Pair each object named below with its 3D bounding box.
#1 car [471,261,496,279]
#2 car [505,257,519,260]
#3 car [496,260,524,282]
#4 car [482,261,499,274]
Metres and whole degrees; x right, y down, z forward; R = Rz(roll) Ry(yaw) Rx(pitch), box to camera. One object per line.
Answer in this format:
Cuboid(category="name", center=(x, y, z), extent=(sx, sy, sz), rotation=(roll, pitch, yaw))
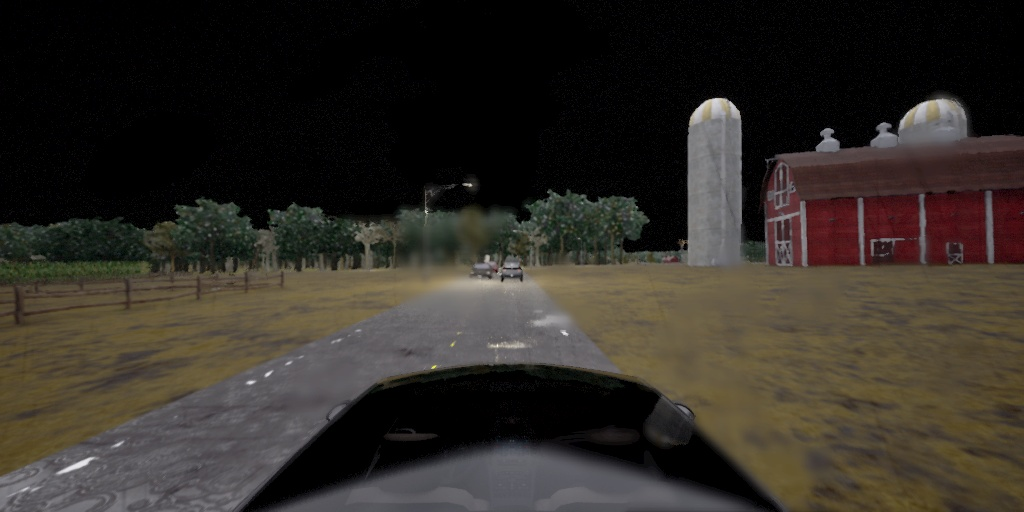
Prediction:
Cuboid(category="car", center=(-2.755, 1.410, 34.143), extent=(2.033, 1.411, 5.357), rotation=(0, 0, 0))
Cuboid(category="car", center=(0.048, 1.177, 45.574), extent=(2.150, 2.045, 5.566), rotation=(0, 0, 0))
Cuboid(category="car", center=(0.009, 1.331, 30.255), extent=(2.128, 1.511, 4.902), rotation=(0, 0, 0))
Cuboid(category="car", center=(-2.758, 1.453, 46.835), extent=(1.882, 1.535, 5.008), rotation=(0, -1, 0))
